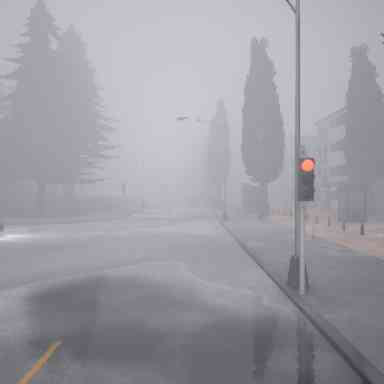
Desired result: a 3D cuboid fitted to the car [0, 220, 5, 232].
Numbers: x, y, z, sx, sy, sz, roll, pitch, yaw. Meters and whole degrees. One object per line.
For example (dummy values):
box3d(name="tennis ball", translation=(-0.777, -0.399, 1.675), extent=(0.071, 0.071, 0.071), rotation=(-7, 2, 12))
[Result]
box3d(name="car", translation=(-11.790, 1.564, 16.636), extent=(4.181, 1.385, 1.994), rotation=(0, 0, 0))

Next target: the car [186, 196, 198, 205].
box3d(name="car", translation=(0.062, 1.477, 58.431), extent=(1.882, 1.535, 5.008), rotation=(0, 0, 0))
